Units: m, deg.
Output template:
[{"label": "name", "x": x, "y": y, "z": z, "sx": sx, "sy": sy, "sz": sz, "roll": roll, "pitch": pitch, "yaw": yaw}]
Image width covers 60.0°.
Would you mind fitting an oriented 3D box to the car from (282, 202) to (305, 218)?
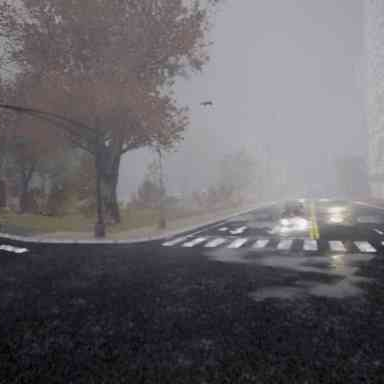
[{"label": "car", "x": 9.217, "y": 1.611, "z": 30.226, "sx": 1.895, "sy": 1.301, "sz": 4.718, "roll": -2, "pitch": -1, "yaw": 20}]
